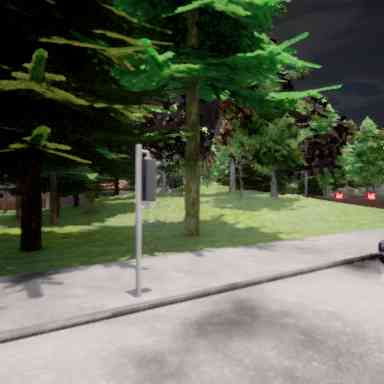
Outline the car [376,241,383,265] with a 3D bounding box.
[{"bbox_3d":[7.526,1.618,9.974,4.718,1.301,1.895,0,0,-35],"label":"car"}]
